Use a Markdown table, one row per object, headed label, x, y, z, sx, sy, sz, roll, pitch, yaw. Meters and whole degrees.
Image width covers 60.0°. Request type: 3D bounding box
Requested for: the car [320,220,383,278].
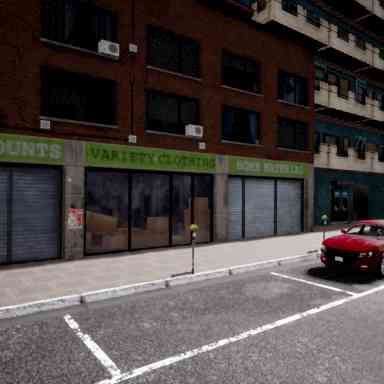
| label | x | y | z | sx | sy | sz | roll | pitch | yaw |
| --- | --- | --- | --- | --- | --- | --- | --- | --- | --- |
| car | 5.763 | 1.548 | 10.206 | 4.507 | 1.381 | 1.887 | 0 | 1 | -36 |
